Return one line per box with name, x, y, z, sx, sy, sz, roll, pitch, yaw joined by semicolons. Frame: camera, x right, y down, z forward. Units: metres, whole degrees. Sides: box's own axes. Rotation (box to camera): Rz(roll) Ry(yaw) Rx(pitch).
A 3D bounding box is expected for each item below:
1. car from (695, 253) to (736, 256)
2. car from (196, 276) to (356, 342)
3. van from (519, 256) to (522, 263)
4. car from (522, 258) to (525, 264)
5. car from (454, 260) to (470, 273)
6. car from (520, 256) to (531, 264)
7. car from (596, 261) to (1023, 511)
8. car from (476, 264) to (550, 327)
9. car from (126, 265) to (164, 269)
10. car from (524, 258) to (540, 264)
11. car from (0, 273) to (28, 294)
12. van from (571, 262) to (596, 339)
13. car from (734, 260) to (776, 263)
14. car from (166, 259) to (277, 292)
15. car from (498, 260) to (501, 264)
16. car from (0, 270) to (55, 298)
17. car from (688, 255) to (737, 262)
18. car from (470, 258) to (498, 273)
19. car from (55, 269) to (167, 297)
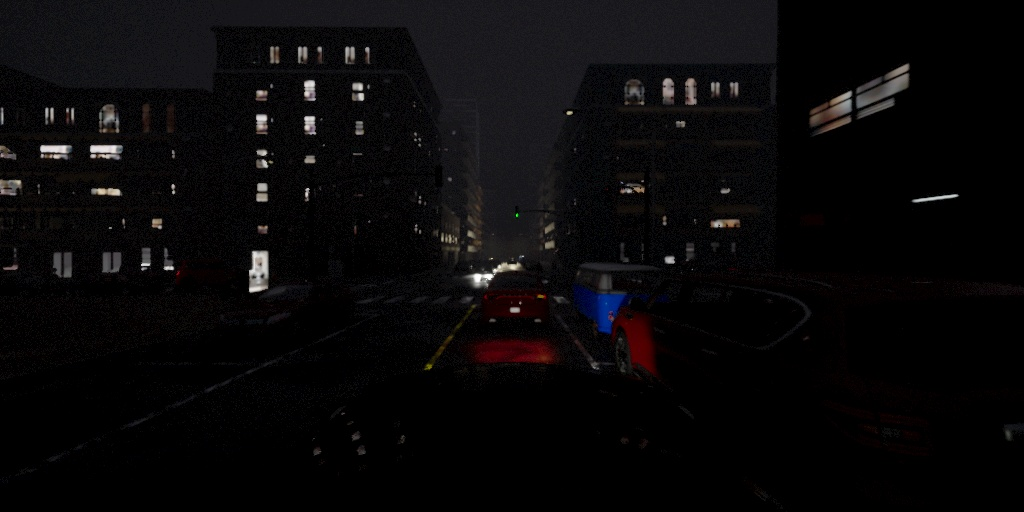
car;15.770;0.726;29.204;5.009;1.841;2.192;0;0;0
car;-5.693;1.315;9.650;1.802;1.307;4.207;0;0;0
van;2.683;0.981;64.137;1.690;1.789;3.998;0;0;0
car;2.685;1.229;47.567;1.948;1.339;4.313;0;0;0
car;-5.696;1.238;42.055;1.948;1.339;4.313;0;0;0
car;2.684;1.193;58.614;1.888;1.381;4.507;0;0;0
car;2.689;1.059;4.122;2.192;1.841;5.009;0;0;0
car;0.165;1.207;11.561;1.882;1.535;5.008;0;0;2
car;-30.263;1.519;29.000;4.097;1.591;1.967;0;0;0
car;2.685;1.254;42.044;1.802;1.307;4.207;0;0;0
car;-34.814;1.804;23.046;4.718;1.301;1.895;-1;1;0
van;2.688;1.074;9.649;1.690;1.789;3.998;0;0;0
car;15.792;1.059;20.824;4.313;1.339;1.948;0;0;0
car;-18.369;1.186;23.176;5.566;2.045;2.150;-1;1;1
car;-3.087;1.220;52.469;1.994;1.385;4.181;0;0;0
car;-27.964;1.681;20.377;4.403;1.370;2.007;0;0;0
car;15.003;0.939;26.603;4.902;1.511;2.128;-1;1;0
car;-3.095;1.166;40.651;2.128;1.511;4.902;0;0;0
car;-22.395;1.599;20.418;4.403;1.370;2.007;0;0;0
